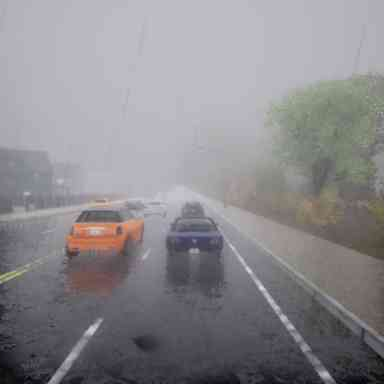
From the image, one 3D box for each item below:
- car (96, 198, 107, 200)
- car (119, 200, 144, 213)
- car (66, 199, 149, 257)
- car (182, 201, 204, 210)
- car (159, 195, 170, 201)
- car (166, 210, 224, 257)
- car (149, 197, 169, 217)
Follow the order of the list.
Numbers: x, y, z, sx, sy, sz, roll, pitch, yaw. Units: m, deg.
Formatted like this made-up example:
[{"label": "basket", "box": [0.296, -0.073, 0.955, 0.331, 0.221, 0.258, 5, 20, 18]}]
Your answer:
[{"label": "car", "box": [-9.847, 1.435, 36.392, 1.882, 1.535, 5.008, 0, 0, 0]}, {"label": "car", "box": [-6.599, 1.558, 36.789, 1.895, 1.301, 4.718, 0, 0, 0]}, {"label": "car", "box": [-3.159, 1.339, 13.002, 2.097, 1.767, 4.553, 0, 0, 0]}, {"label": "car", "box": [0.092, 1.531, 29.858, 1.994, 1.385, 4.181, 0, 0, 0]}, {"label": "car", "box": [-6.508, 1.407, 78.864, 2.033, 1.411, 5.357, 0, 0, 0]}, {"label": "car", "box": [0.092, 1.588, 12.804, 1.895, 1.301, 4.718, 0, 0, 0]}, {"label": "car", "box": [-3.157, 1.492, 30.245, 1.812, 1.442, 4.674, 0, 0, 0]}]
